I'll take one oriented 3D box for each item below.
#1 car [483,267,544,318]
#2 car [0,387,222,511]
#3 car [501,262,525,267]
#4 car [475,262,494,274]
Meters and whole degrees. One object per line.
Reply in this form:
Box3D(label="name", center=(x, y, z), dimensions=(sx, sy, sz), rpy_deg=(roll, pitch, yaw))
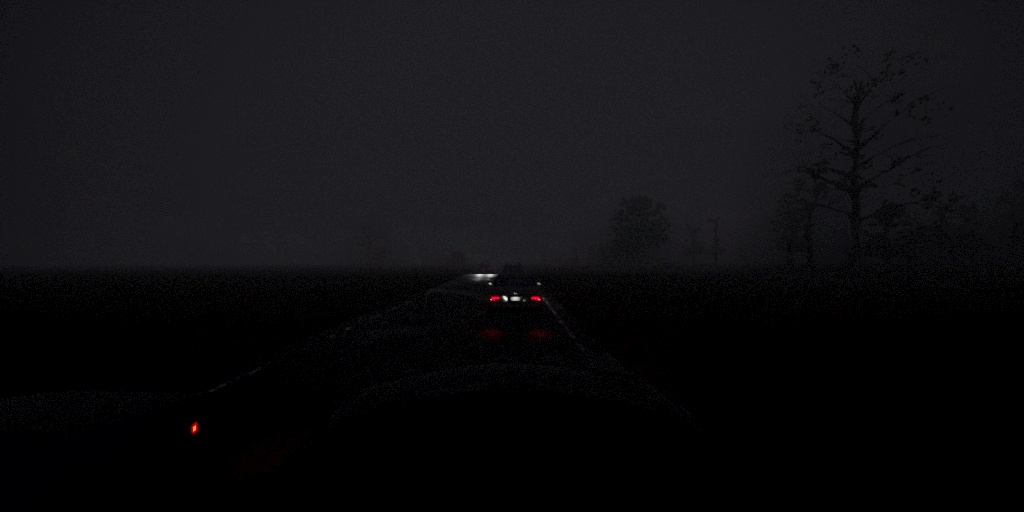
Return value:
Box3D(label="car", center=(0.097, 1.303, 13.006), dimensions=(2.033, 1.411, 5.357), rpy_deg=(0, 0, 0))
Box3D(label="car", center=(-3.100, 1.297, 0.258), dimensions=(2.033, 1.411, 5.357), rpy_deg=(0, 0, 0))
Box3D(label="car", center=(0.087, 1.256, 31.527), dimensions=(2.128, 1.511, 4.902), rpy_deg=(0, 0, 0))
Box3D(label="car", center=(-3.106, 1.333, 41.763), dimensions=(1.994, 1.385, 4.181), rpy_deg=(0, 0, 0))
